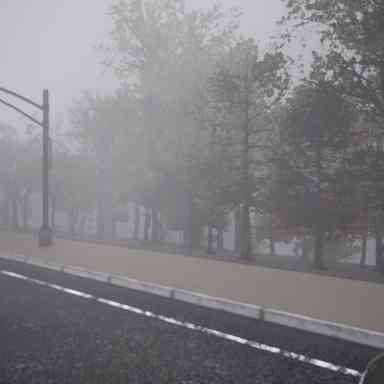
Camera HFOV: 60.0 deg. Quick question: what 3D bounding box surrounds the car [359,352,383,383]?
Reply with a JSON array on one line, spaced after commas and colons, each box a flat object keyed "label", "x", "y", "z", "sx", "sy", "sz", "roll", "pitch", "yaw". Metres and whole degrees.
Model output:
[{"label": "car", "x": 3.332, "y": 1.494, "z": 1.303, "sx": 4.902, "sy": 1.511, "sz": 2.128, "roll": 0, "pitch": 0, "yaw": 36}]
